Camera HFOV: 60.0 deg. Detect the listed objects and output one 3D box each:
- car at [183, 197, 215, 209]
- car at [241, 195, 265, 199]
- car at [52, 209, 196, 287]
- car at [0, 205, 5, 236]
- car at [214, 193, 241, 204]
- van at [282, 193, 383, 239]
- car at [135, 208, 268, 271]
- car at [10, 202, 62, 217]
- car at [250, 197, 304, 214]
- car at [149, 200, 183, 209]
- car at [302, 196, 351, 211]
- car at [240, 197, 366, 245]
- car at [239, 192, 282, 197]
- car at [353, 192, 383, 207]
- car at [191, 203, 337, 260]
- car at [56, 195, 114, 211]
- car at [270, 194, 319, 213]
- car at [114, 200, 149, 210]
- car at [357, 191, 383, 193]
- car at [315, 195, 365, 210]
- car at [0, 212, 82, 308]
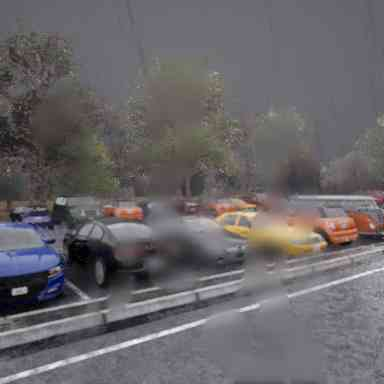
[{"bbox_3d":[-0.714,1.388,26.713,2.097,1.535,5.008,-1,0,-35],"label":"car"},{"bbox_3d":[3.832,1.336,29.930,2.097,1.535,5.008,-1,0,-35],"label":"car"},{"bbox_3d":[-2.259,1.488,9.621,2.097,1.535,5.008,-1,0,-35],"label":"car"},{"bbox_3d":[-12.101,1.511,18.700,2.231,1.521,4.892,-1,0,-35],"label":"car"},{"bbox_3d":[1.576,1.237,28.295,2.185,1.767,4.553,-1,0,-35],"label":"car"},{"bbox_3d":[6.852,1.165,15.907,1.878,1.987,4.442,-1,0,-35],"label":"van"},{"bbox_3d":[0.012,1.505,11.232,2.002,1.452,4.674,-1,0,-35],"label":"car"},{"bbox_3d":[-9.839,1.516,20.322,2.163,1.488,4.792,-1,0,-35],"label":"car"},{"bbox_3d":[8.384,1.284,33.141,2.231,1.521,4.892,-1,0,-35],"label":"car"},{"bbox_3d":[-2.994,1.453,25.116,2.002,1.452,4.674,-1,0,-35],"label":"car"},{"bbox_3d":[15.233,1.227,37.925,2.163,1.488,4.792,-1,0,-35],"label":"car"},{"bbox_3d":[4.580,1.290,14.410,2.185,1.767,4.553,-1,0,-35],"label":"car"},{"bbox_3d":[6.126,1.058,31.508,2.435,2.045,5.566,-1,0,-35],"label":"car"},{"bbox_3d":[24.337,0.956,44.342,2.185,1.767,4.553,-1,0,-35],"label":"car"},{"bbox_3d":[2.395,1.437,12.681,1.946,1.575,5.366,-1,0,-35],"label":"car"},{"bbox_3d":[-7.530,1.212,21.880,2.435,2.045,5.566,-1,0,-35],"label":"car"},{"bbox_3d":[10.645,1.129,34.766,2.185,1.767,4.553,-1,0,-35],"label":"car"},{"bbox_3d":[-5.252,1.313,23.482,2.185,1.767,4.553,-1,0,-35],"label":"car"},{"bbox_3d":[21.924,0.861,42.713,2.435,2.045,5.566,-1,0,-35],"label":"car"},{"bbox_3d":[17.489,1.169,39.559,2.097,1.535,5.008,-1,0,-35],"label":"car"},{"bbox_3d":[-4.540,1.512,8.026,2.097,1.535,5.008,-1,0,-35],"label":"car"}]
